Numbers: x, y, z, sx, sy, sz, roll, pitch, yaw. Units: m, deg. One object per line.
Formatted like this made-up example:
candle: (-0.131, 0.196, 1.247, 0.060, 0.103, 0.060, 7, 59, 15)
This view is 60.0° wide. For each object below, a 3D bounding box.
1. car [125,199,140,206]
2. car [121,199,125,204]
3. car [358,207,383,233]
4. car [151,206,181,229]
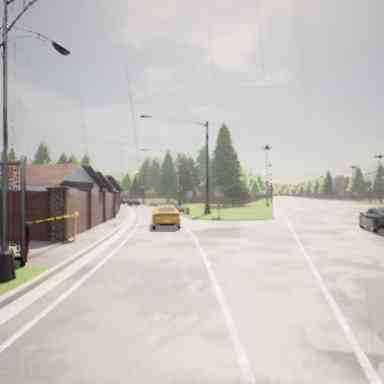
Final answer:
car: (-12.364, 2.243, 70.697, 1.837, 1.490, 4.892, 0, -1, -20)
car: (-15.813, 2.287, 80.249, 1.895, 1.301, 4.718, 0, -1, -22)
car: (11.724, 1.669, 20.578, 1.837, 1.490, 4.892, 0, -1, 14)
car: (-1.927, 1.725, 23.959, 1.882, 1.535, 5.008, 0, -1, -7)
